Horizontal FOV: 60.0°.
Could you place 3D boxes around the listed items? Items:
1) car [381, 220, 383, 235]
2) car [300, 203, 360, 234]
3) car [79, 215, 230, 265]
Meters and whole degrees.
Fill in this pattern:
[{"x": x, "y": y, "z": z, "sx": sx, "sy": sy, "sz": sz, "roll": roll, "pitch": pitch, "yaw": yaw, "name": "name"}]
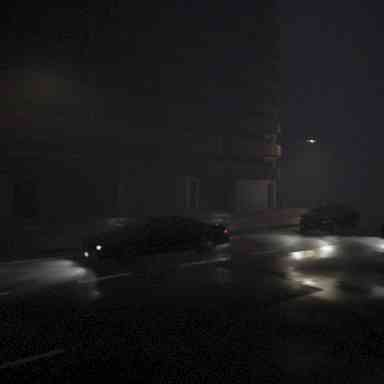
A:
[{"x": 11.371, "y": 1.473, "z": 17.291, "sx": 1.812, "sy": 1.442, "sz": 4.674, "roll": 0, "pitch": 0, "yaw": 44, "name": "car"}, {"x": 8.010, "y": 1.429, "z": 19.132, "sx": 1.882, "sy": 1.535, "sz": 5.008, "roll": 0, "pitch": 0, "yaw": 45, "name": "car"}, {"x": -1.102, "y": 1.532, "z": 11.837, "sx": 5.357, "sy": 1.411, "sz": 2.033, "roll": 0, "pitch": 0, "yaw": -36, "name": "car"}]
